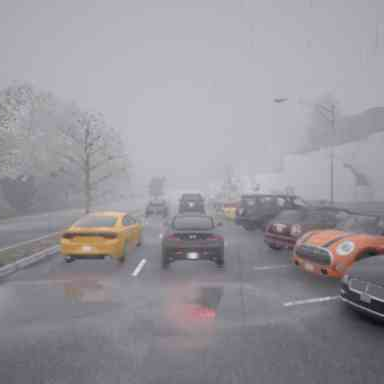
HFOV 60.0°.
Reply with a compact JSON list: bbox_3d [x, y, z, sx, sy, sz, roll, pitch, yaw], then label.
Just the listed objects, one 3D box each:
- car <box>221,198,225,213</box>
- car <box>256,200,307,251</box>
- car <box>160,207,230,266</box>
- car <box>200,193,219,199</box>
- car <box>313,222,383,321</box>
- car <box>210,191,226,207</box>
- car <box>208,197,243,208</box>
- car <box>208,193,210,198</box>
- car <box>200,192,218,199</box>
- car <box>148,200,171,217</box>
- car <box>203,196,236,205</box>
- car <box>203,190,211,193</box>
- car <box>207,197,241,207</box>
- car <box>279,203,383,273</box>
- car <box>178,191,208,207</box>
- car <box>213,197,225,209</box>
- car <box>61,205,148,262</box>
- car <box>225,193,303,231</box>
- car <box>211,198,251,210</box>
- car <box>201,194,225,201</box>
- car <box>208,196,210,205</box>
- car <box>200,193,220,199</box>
[{"bbox_3d":[5.150,1.433,24.228,5.366,1.575,1.946,1,0,-20],"label":"car"},{"bbox_3d":[4.994,1.316,12.150,4.553,1.767,2.185,1,0,-20],"label":"car"},{"bbox_3d":[0.027,1.461,11.349,1.837,1.490,4.892,0,0,0],"label":"car"},{"bbox_3d":[4.717,1.130,90.210,4.674,1.452,2.002,1,1,-20],"label":"car"},{"bbox_3d":[5.053,1.463,6.154,4.892,1.521,2.231,1,0,-20],"label":"car"},{"bbox_3d":[4.933,1.192,30.146,5.566,2.045,2.435,1,0,-20],"label":"car"},{"bbox_3d":[4.887,1.528,48.166,4.674,1.452,2.002,1,0,-20],"label":"car"},{"bbox_3d":[4.928,1.358,45.177,4.553,1.767,2.185,1,0,-20],"label":"car"},{"bbox_3d":[4.682,0.926,93.180,4.553,1.767,2.185,1,1,-20],"label":"car"},{"bbox_3d":[-3.031,1.449,30.095,2.128,1.511,4.902,0,0,0],"label":"car"},{"bbox_3d":[4.678,1.453,57.116,5.366,1.575,1.946,1,1,-20],"label":"car"},{"bbox_3d":[4.889,1.221,54.189,5.566,2.045,2.435,1,0,-20],"label":"car"},{"bbox_3d":[4.898,1.510,51.191,4.792,1.488,2.163,1,0,-20],"label":"car"},{"bbox_3d":[5.068,1.325,9.164,4.553,1.767,2.185,1,0,-20],"label":"car"},{"bbox_3d":[-0.028,1.175,29.201,2.150,2.045,5.566,0,0,0],"label":"car"},{"bbox_3d":[4.791,1.431,27.093,5.366,1.575,1.946,1,0,-20],"label":"car"},{"bbox_3d":[-2.973,1.433,11.916,1.882,1.535,5.008,0,0,0],"label":"car"},{"bbox_3d":[5.027,1.181,18.176,5.566,2.045,2.435,1,0,-20],"label":"car"},{"bbox_3d":[4.910,1.519,42.166,4.674,1.452,2.002,1,0,-20],"label":"car"},{"bbox_3d":[4.754,1.310,75.187,4.792,1.488,2.163,1,1,-20],"label":"car"},{"bbox_3d":[4.912,1.471,39.165,5.008,1.535,2.097,1,0,-20],"label":"car"},{"bbox_3d":[4.708,1.158,87.192,4.792,1.488,2.163,1,1,-20],"label":"car"}]
